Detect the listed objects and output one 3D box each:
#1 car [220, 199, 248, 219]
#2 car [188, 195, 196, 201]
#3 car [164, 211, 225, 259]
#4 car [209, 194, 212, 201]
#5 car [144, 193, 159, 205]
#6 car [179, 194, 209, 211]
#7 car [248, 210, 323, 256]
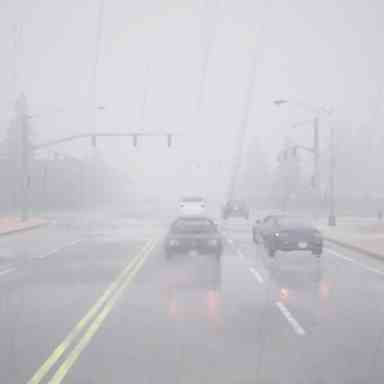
[{"bbox_3d":[3.570,1.356,28.799,2.097,1.767,4.553,0,0,0],"label":"car"},{"bbox_3d":[0.003,1.401,78.164,2.033,1.411,5.357,0,0,0],"label":"car"},{"bbox_3d":[0.061,1.603,12.525,1.895,1.301,4.718,0,0,0],"label":"car"},{"bbox_3d":[3.503,1.216,78.134,2.097,1.767,4.553,0,0,0],"label":"car"},{"bbox_3d":[-7.038,1.230,58.564,2.150,2.045,5.566,0,0,0],"label":"car"},{"bbox_3d":[0.066,1.228,27.998,2.150,2.045,5.566,0,0,0],"label":"car"},{"bbox_3d":[3.564,1.528,12.960,1.812,1.442,4.674,0,0,0],"label":"car"}]
